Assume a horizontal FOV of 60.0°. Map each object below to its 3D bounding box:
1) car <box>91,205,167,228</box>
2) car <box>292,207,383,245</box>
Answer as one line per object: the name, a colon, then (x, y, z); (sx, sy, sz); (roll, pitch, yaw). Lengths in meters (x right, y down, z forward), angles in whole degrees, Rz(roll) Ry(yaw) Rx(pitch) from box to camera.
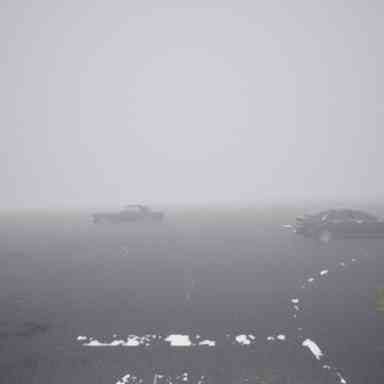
car: (-4.089, 1.536, 21.856); (4.718, 1.301, 1.895); (-2, 1, 0)
car: (6.983, 1.446, 14.838); (4.892, 1.490, 1.837); (-1, 2, 0)
